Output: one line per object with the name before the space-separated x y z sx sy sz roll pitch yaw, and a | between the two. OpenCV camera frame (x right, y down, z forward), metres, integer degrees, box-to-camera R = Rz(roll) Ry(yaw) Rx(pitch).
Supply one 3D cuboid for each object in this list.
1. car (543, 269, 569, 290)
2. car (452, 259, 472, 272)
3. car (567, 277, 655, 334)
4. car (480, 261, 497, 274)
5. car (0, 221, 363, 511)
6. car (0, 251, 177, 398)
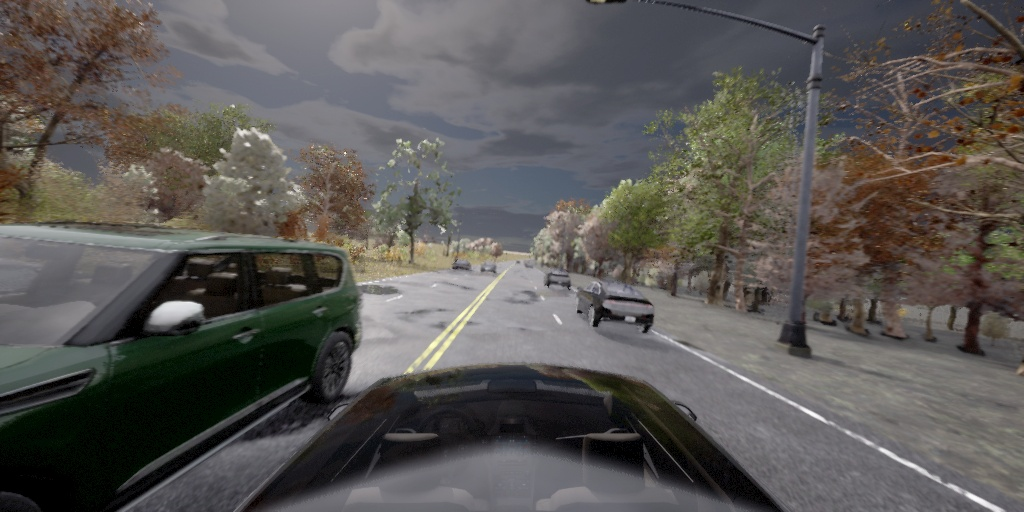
car | 3.643 1.838 29.309 2.128 1.511 4.902 6 -1 1
car | -6.103 1.160 44.481 2.033 1.411 5.357 5 0 1
car | 3.500 1.668 12.922 2.128 1.511 4.902 7 -1 1
car | -2.854 1.405 44.713 2.128 1.511 4.902 5 0 1
car | -3.253 0.753 3.084 2.150 2.045 5.566 5 0 0
car | -6.511 0.739 3.460 1.837 1.490 4.892 5 0 0
